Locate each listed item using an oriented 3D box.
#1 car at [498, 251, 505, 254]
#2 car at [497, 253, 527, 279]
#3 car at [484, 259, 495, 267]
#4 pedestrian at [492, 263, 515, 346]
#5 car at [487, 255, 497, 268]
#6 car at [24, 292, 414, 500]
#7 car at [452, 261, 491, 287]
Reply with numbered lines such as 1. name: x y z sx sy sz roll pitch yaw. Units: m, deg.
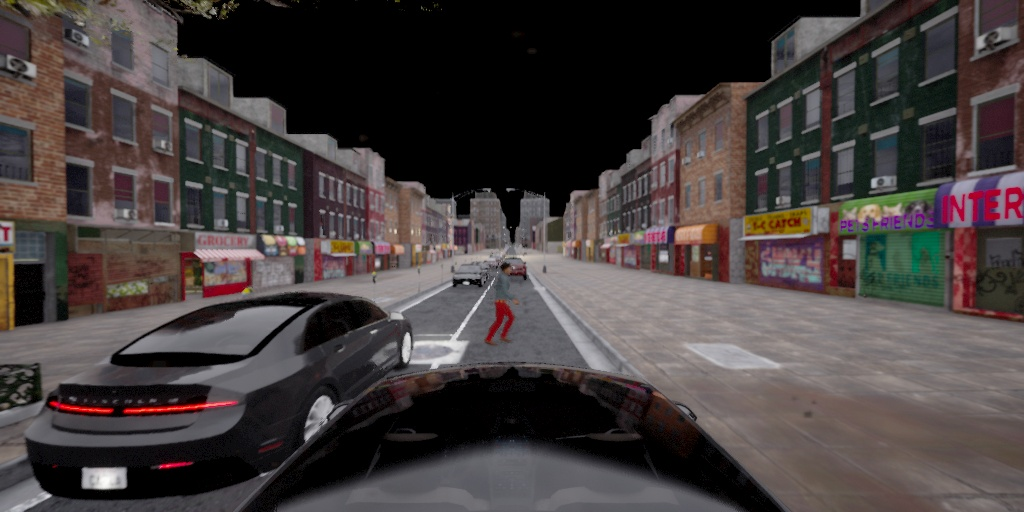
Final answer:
1. car: -2.595 0.463 55.909 1.967 1.591 4.097 0 0 0
2. car: 0.102 0.871 29.386 2.097 1.767 4.553 0 1 0
3. car: -2.617 1.100 28.222 1.948 1.339 4.313 0 0 0
4. pedestrian: -0.177 1.002 7.776 0.375 1.860 0.375 1 1 0
5. car: -2.604 0.831 44.844 1.802 1.307 4.207 0 0 0
6. car: -2.748 1.234 4.841 1.837 1.490 4.892 0 0 0
7. car: -2.622 1.162 22.679 1.948 1.339 4.313 0 0 0
